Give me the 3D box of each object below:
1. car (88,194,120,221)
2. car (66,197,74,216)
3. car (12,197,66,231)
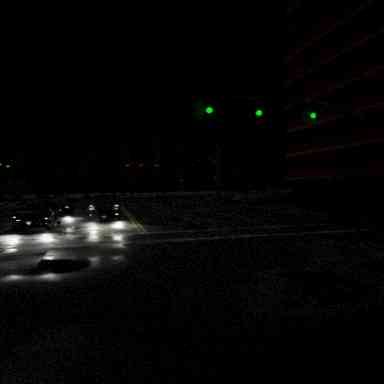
[{"bbox_3d":[-6.256,0.985,23.672,2.097,1.767,4.553,-1,1,-15],"label":"car"},{"bbox_3d":[-10.943,1.143,27.753,1.812,1.442,4.674,-1,1,-14],"label":"car"},{"bbox_3d":[-8.629,1.259,18.795,1.837,1.490,4.892,-1,1,-13],"label":"car"}]
